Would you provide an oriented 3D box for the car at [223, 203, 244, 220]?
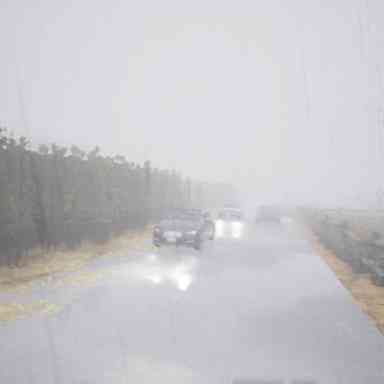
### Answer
[{"bbox_3d":[3.529,1.650,29.662,1.895,1.301,4.718,2,0,14],"label":"car"}]

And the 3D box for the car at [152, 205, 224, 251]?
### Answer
[{"bbox_3d":[-0.165,1.444,14.246,2.128,1.511,4.902,2,0,13],"label":"car"}]

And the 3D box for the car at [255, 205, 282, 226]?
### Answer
[{"bbox_3d":[5.830,1.695,25.413,2.033,1.411,5.357,2,0,13],"label":"car"}]
